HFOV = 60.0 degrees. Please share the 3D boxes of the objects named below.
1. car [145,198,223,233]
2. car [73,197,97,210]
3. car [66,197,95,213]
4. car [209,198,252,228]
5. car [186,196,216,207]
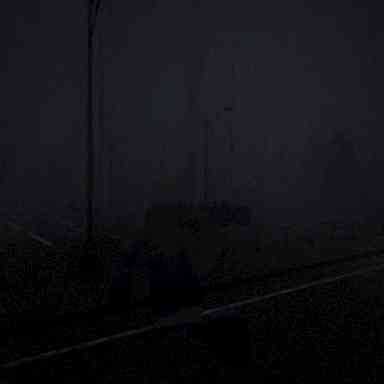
[{"bbox_3d":[-0.819,1.335,19.177,2.152,1.636,5.027,0,0,-36],"label":"car"},{"bbox_3d":[-13.555,1.379,42.157,1.845,1.501,3.633,0,0,-36],"label":"car"},{"bbox_3d":[-11.627,1.389,34.396,1.970,1.475,3.806,0,0,-36],"label":"car"},{"bbox_3d":[1.694,1.346,21.056,2.007,1.523,4.514,0,0,-36],"label":"car"},{"bbox_3d":[1.348,1.492,51.364,1.882,1.535,5.008,0,0,-36],"label":"car"}]
